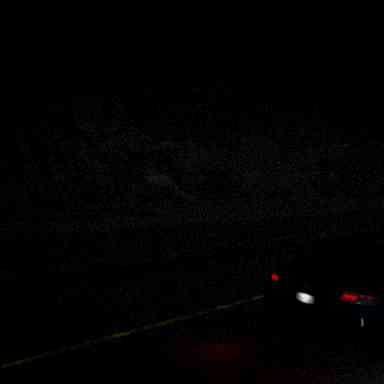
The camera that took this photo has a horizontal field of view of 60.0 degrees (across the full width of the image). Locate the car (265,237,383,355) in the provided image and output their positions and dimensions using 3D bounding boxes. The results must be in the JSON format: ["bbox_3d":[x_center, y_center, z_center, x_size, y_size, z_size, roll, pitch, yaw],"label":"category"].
[{"bbox_3d":[3.312,1.536,6.108,4.181,1.385,1.994,0,0,-35],"label":"car"}]
